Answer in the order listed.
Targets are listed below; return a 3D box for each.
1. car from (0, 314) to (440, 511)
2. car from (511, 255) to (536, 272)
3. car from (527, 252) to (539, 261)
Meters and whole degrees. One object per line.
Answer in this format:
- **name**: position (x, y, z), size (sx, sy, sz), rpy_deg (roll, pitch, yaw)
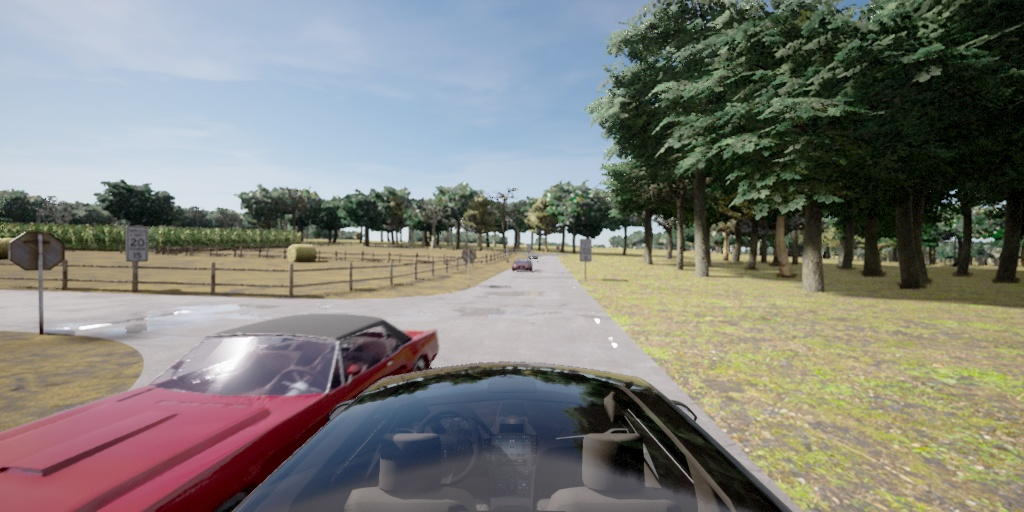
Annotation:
- **car**: position (-2.295, 1.363, 3.555), size (1.895, 1.301, 4.718), rpy_deg (0, 0, 6)
- **car**: position (1.108, 0.902, 36.430), size (1.994, 1.385, 4.181), rpy_deg (0, 1, 6)
- **car**: position (3.589, 0.077, 60.370), size (1.882, 1.535, 5.008), rpy_deg (0, 2, 6)
